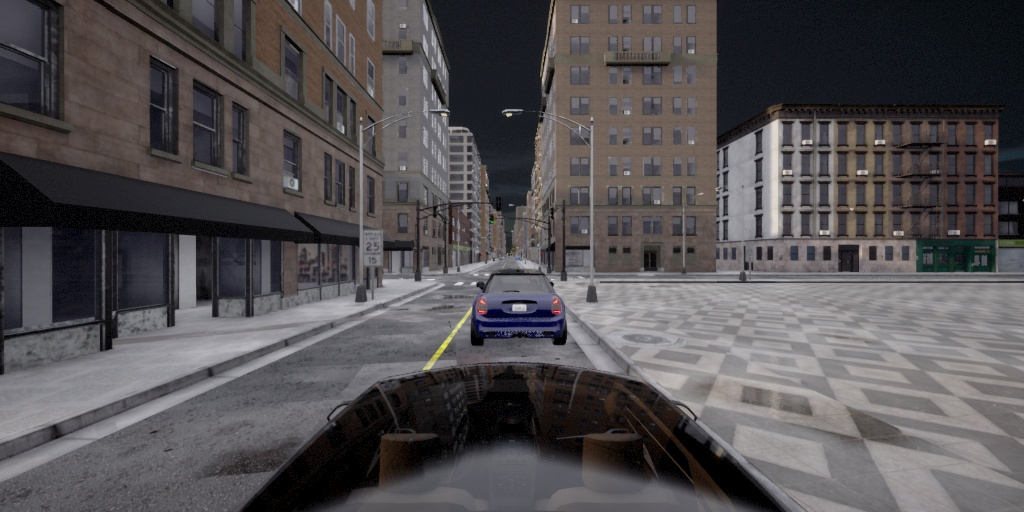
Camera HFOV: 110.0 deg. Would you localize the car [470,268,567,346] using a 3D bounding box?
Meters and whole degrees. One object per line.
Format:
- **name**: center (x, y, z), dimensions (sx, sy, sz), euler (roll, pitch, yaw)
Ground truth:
- **car**: center (0.099, 1.102, 9.604), dimensions (2.097, 1.767, 4.553), euler (0, 0, -1)
